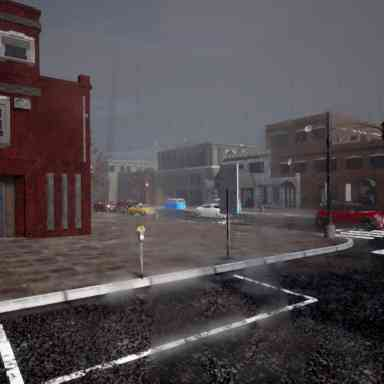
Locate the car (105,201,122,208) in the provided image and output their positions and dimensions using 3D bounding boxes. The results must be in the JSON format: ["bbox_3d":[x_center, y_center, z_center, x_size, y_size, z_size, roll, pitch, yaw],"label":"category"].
[{"bbox_3d":[-15.941,2.433,67.122,1.802,1.307,4.206,-2,0,-36],"label":"car"}]

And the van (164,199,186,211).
[{"bbox_3d":[-2.604,1.868,48.835,1.690,1.788,3.998,-2,0,-36],"label":"van"}]

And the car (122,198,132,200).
[{"bbox_3d":[-12.613,2.085,62.551,2.192,1.841,5.009,-2,0,-36],"label":"car"}]

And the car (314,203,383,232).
[{"bbox_3d":[10.426,1.509,21.668,2.097,1.767,4.553,-1,0,-40],"label":"car"}]

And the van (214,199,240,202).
[{"bbox_3d":[4.068,1.707,39.693,1.690,1.788,3.998,-2,0,-36],"label":"van"}]

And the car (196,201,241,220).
[{"bbox_3d":[2.212,1.878,32.439,1.812,1.442,4.674,-1,0,-36],"label":"car"}]

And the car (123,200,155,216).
[{"bbox_3d":[-5.930,2.048,39.241,1.752,1.417,4.829,-2,0,-36],"label":"car"}]

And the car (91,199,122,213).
[{"bbox_3d":[-12.708,2.001,48.521,2.192,1.841,5.009,-2,0,-36],"label":"car"}]

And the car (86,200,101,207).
[{"bbox_3d":[-22.614,2.595,76.266,1.802,1.307,4.206,-2,0,-36],"label":"car"}]

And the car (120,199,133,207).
[{"bbox_3d":[-7.672,2.098,46.024,1.837,1.490,4.892,-1,-1,-36],"label":"car"}]
